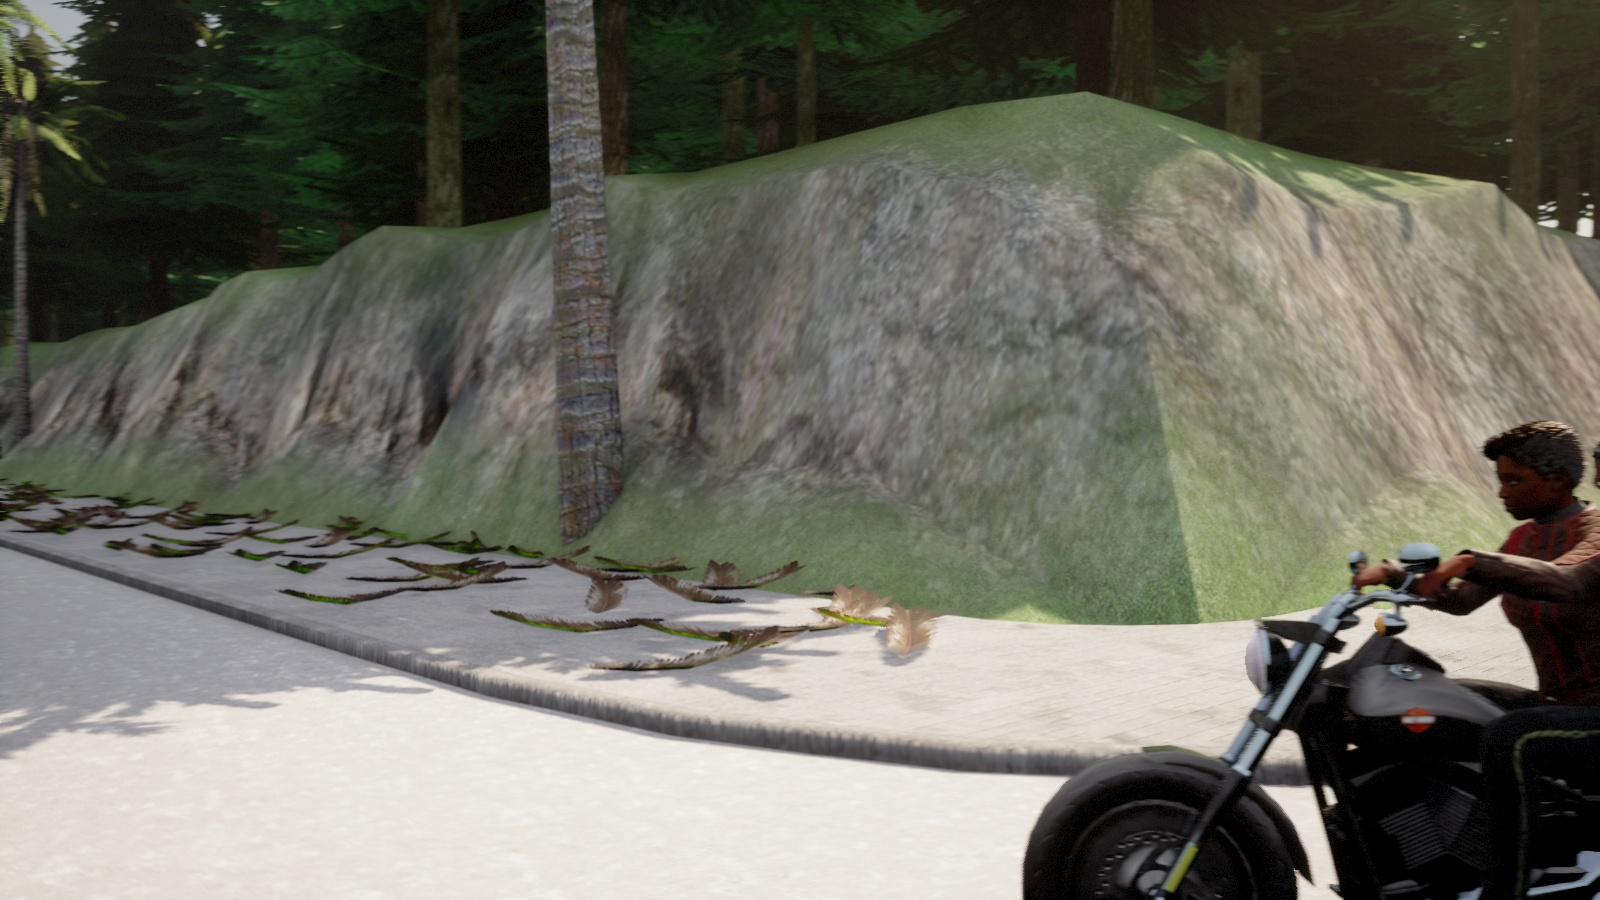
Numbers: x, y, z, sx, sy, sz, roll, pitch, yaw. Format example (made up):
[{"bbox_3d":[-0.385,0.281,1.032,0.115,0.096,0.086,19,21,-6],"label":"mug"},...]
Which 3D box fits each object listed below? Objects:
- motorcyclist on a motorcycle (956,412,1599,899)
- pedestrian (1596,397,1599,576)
[{"bbox_3d":[1.632,0.742,3.339,2.350,1.649,0.766,0,-1,1],"label":"motorcyclist on a motorcycle"},{"bbox_3d":[9.251,0.399,13.772,0.873,1.952,0.659,0,1,-42],"label":"pedestrian"}]
